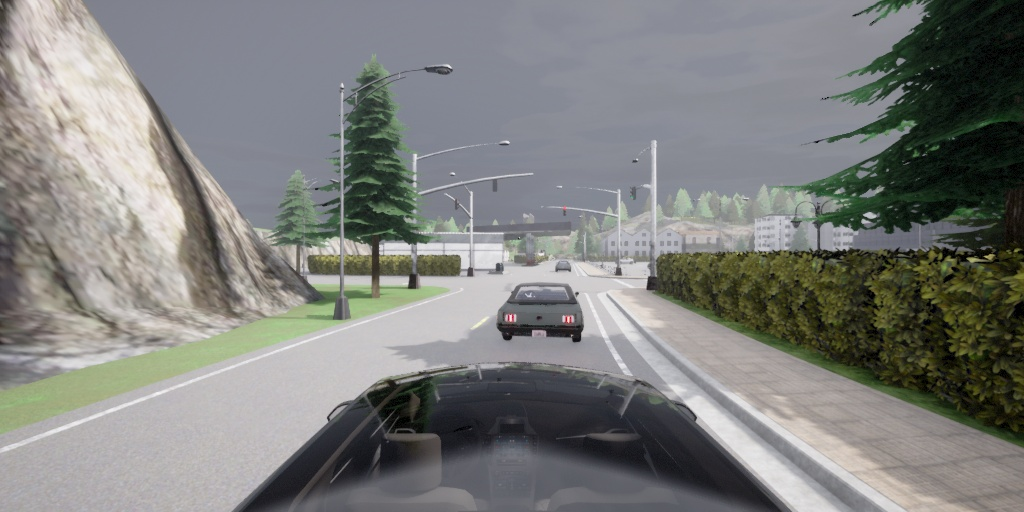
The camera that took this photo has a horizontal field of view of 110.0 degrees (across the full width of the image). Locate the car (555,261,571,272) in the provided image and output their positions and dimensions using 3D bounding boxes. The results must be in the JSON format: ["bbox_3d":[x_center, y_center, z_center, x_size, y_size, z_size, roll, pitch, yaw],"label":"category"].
[{"bbox_3d":[6.564,1.314,45.805,1.994,1.385,4.181,0,0,9],"label":"car"}]

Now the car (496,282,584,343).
[{"bbox_3d":[0.883,1.351,9.760,1.895,1.301,4.718,0,0,8],"label":"car"}]
